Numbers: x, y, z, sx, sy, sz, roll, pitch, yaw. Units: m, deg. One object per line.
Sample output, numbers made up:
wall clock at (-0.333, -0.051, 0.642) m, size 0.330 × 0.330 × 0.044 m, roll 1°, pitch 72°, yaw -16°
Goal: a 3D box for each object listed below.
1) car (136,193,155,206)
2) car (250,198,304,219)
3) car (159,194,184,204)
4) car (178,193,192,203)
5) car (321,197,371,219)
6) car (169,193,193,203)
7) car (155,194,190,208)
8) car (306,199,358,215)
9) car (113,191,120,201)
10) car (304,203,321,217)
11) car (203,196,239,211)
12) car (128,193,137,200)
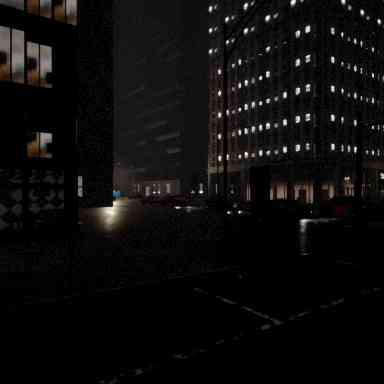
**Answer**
car at (-5.425, 1.094, 45.011) m, size 1.752 × 1.417 × 4.829 m, roll 1°, pitch 0°, yaw -33°
car at (6.417, 1.399, 26.558) m, size 1.802 × 1.307 × 4.206 m, roll 1°, pitch 0°, yaw -32°
car at (-3.274, 1.071, 51.723) m, size 1.994 × 1.385 × 4.181 m, roll 0°, pitch 1°, yaw -34°
car at (-2.444, 1.058, 45.176) m, size 1.882 × 1.535 × 5.008 m, roll 0°, pitch 1°, yaw -34°
car at (12.238, 1.182, 27.667) m, size 2.097 × 1.767 × 4.553 m, roll 0°, pitch 1°, yaw -34°
car at (-1.855, 0.926, 54.351) m, size 1.967 × 1.590 × 4.097 m, roll 1°, pitch 0°, yaw -35°
car at (-2.477, 1.211, 40.515) m, size 1.802 × 1.307 × 4.206 m, roll 1°, pitch 0°, yaw -33°
car at (13.037, 1.377, 31.249) m, size 1.802 × 1.307 × 4.206 m, roll 1°, pitch 0°, yaw -32°
car at (-14.969, 0.919, 58.893) m, size 1.887 × 1.381 × 4.507 m, roll 1°, pitch 0°, yaw -35°
car at (8.182, 1.309, 28.499) m, size 1.837 × 1.490 × 4.892 m, roll 0°, pitch 1°, yaw -32°
car at (3.164, 1.189, 36.463) m, size 2.128 × 1.511 × 4.902 m, roll 0°, pitch 1°, yaw -32°
car at (-11.498, 0.864, 67.799) m, size 1.947 × 1.339 × 4.313 m, roll 1°, pitch 0°, yaw -36°
